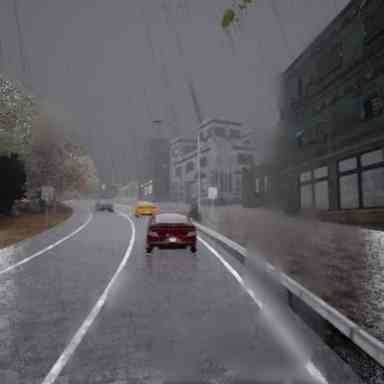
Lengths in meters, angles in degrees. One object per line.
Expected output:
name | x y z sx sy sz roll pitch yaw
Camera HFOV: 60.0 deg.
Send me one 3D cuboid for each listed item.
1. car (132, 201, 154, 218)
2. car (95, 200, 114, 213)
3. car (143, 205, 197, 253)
car | -4.656 1.614 32.165 1.882 1.535 5.008 1 -1 -16
car | -9.937 1.614 37.691 2.033 1.411 5.357 2 0 -19
car | -0.960 1.525 14.072 1.882 1.535 5.008 1 0 -7
